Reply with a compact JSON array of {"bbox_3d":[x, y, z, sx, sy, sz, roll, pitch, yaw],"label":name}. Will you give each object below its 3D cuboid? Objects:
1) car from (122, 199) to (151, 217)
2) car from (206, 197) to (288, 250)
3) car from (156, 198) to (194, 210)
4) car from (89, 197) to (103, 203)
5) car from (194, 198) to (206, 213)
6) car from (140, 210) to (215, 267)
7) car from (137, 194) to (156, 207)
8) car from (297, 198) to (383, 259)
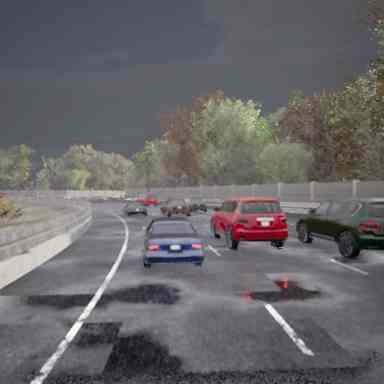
[{"bbox_3d":[-5.818,1.668,33.533,1.994,1.385,4.181,0,0,-18],"label":"car"},{"bbox_3d":[2.323,1.250,14.802,2.150,2.045,5.566,0,0,-8],"label":"car"},{"bbox_3d":[-1.747,1.438,32.355,2.097,1.767,4.553,0,0,-17],"label":"car"},{"bbox_3d":[-22.034,1.808,76.172,2.033,1.411,5.357,0,0,-35],"label":"car"},{"bbox_3d":[-0.039,1.445,38.036,2.097,1.767,4.553,0,0,-21],"label":"car"},{"bbox_3d":[-0.755,1.579,11.628,2.033,1.411,5.357,0,0,-7],"label":"car"},{"bbox_3d":[-7.497,1.381,54.231,2.150,2.045,5.566,0,0,-29],"label":"car"},{"bbox_3d":[6.090,1.233,12.914,2.150,2.045,5.566,0,0,-6],"label":"car"}]
